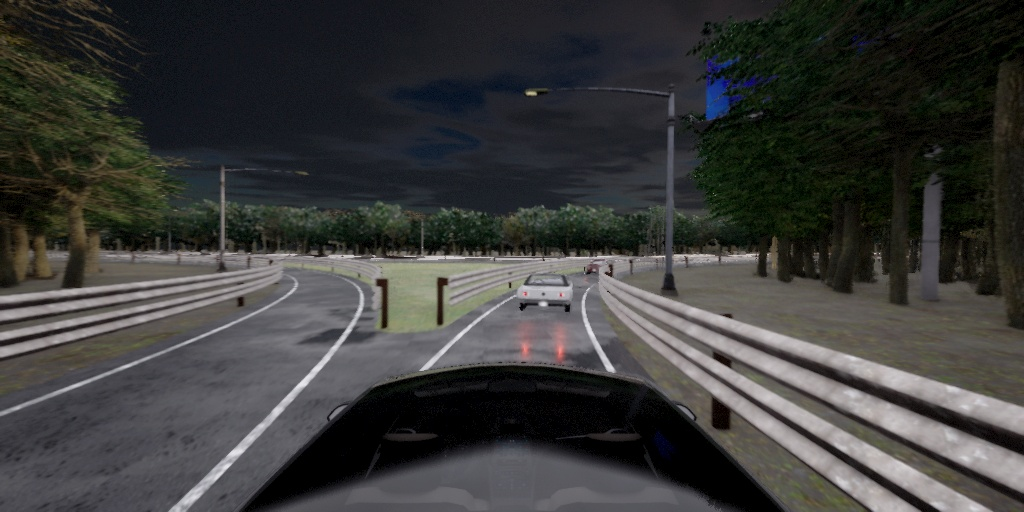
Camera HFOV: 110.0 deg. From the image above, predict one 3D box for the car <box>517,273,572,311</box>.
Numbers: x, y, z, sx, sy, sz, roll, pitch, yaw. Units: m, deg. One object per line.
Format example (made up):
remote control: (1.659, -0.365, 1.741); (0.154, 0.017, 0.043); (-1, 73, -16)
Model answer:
car: (1.451, 1.323, 14.337); (1.895, 1.301, 4.718); (1, 0, 10)

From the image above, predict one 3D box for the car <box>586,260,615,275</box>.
car: (8.482, 1.051, 34.166); (1.812, 1.442, 4.674); (1, 1, 28)
